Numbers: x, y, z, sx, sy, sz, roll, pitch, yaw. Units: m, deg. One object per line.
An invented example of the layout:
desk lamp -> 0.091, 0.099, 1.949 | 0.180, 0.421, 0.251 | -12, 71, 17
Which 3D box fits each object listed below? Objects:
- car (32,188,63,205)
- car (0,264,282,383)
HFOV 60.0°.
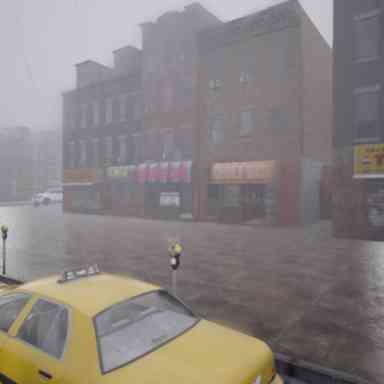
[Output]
car -> -18.082, 0.558, 43.788 | 2.150, 2.045, 5.566 | 0, 2, 35
car -> -1.467, 1.526, 3.858 | 4.829, 1.417, 1.752 | 0, 0, 36
